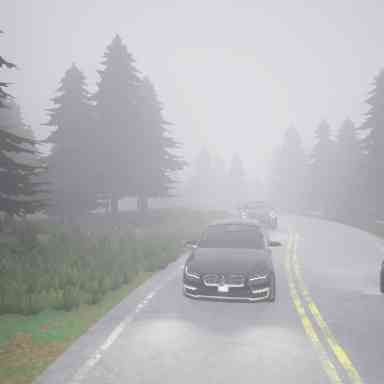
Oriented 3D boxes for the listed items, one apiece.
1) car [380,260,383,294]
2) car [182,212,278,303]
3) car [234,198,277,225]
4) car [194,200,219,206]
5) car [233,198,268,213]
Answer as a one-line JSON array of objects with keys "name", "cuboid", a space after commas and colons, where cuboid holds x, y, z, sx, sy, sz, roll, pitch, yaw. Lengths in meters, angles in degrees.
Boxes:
[{"name": "car", "cuboid": [4.489, 1.309, 4.638, 2.097, 1.767, 4.553, -1, 0, 8]}, {"name": "car", "cuboid": [1.083, 1.496, 8.405, 1.837, 1.490, 4.892, -1, 0, 12]}, {"name": "car", "cuboid": [3.857, 1.270, 20.360, 2.097, 1.767, 4.553, -1, 0, 5]}, {"name": "car", "cuboid": [1.877, 1.799, 44.853, 1.812, 1.442, 4.674, 3, -5, -35]}, {"name": "car", "cuboid": [6.169, 1.410, 35.732, 1.837, 1.490, 4.892, 2, -1, -16]}]
